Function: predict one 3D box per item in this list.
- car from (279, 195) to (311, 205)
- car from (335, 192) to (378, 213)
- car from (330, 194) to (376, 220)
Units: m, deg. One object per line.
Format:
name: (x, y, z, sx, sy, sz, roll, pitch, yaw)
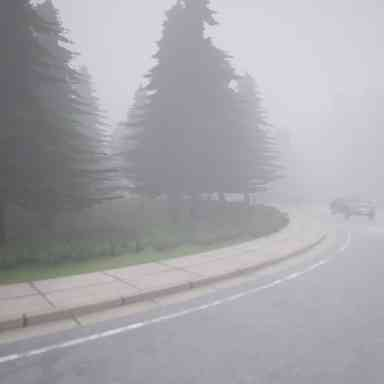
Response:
car: (13.697, 1.042, 44.599, 1.895, 1.301, 4.718, 0, 1, -21)
car: (15.799, 0.960, 32.196, 2.097, 1.767, 4.553, 0, 1, 4)
car: (11.427, 1.039, 23.948, 2.128, 1.511, 4.902, 0, 1, 6)
